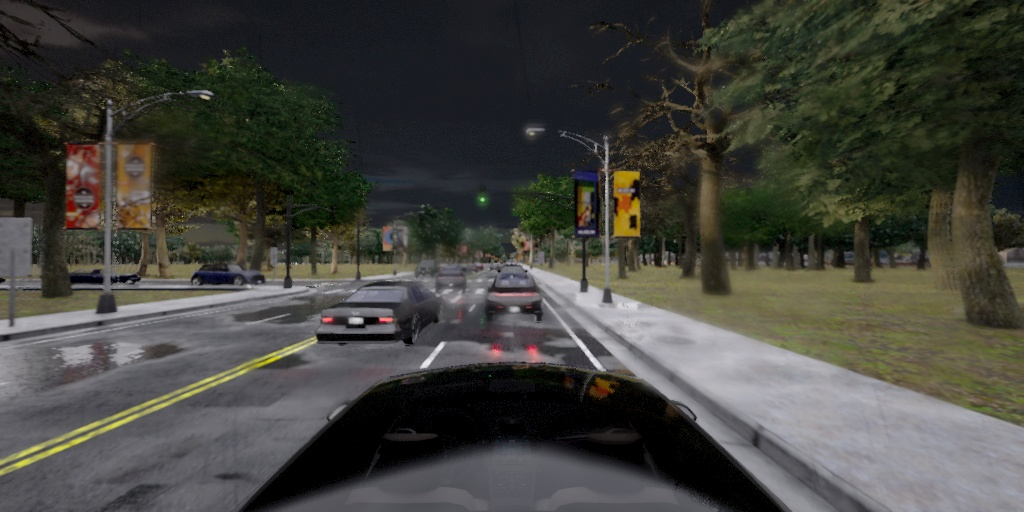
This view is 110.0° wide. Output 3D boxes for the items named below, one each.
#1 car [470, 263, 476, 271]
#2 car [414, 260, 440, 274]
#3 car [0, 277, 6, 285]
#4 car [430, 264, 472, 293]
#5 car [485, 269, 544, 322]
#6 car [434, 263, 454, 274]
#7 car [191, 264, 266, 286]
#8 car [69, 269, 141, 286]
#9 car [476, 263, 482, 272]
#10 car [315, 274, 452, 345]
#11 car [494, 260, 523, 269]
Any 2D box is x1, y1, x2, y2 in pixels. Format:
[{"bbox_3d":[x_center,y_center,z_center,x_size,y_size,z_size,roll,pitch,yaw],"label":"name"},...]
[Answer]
[{"bbox_3d":[-6.684,1.935,50.443,1.895,1.301,4.718,0,-1,0],"label":"car"},{"bbox_3d":[-9.911,1.460,42.648,2.150,2.045,5.566,0,-1,0],"label":"car"},{"bbox_3d":[-41.492,1.510,27.044,4.892,1.490,1.837,0,-1,0],"label":"car"},{"bbox_3d":[-3.985,1.493,22.971,2.128,1.511,4.902,0,-1,-12],"label":"car"},{"bbox_3d":[0.079,1.373,12.842,2.128,1.511,4.902,0,-1,0],"label":"car"},{"bbox_3d":[-9.936,1.840,52.630,1.882,1.535,5.008,0,-1,0],"label":"car"},{"bbox_3d":[-21.291,1.380,27.076,4.553,1.767,2.097,0,-1,0],"label":"car"},{"bbox_3d":[-31.066,1.615,27.045,4.718,1.301,1.895,0,-1,0],"label":"car"},{"bbox_3d":[-6.671,2.025,60.454,1.994,1.385,4.181,0,-1,1],"label":"car"},{"bbox_3d":[-3.167,1.392,9.779,2.033,1.411,5.357,0,-1,0],"label":"car"},{"bbox_3d":[0.046,1.376,24.976,2.097,1.767,4.553,0,-1,0],"label":"car"}]
